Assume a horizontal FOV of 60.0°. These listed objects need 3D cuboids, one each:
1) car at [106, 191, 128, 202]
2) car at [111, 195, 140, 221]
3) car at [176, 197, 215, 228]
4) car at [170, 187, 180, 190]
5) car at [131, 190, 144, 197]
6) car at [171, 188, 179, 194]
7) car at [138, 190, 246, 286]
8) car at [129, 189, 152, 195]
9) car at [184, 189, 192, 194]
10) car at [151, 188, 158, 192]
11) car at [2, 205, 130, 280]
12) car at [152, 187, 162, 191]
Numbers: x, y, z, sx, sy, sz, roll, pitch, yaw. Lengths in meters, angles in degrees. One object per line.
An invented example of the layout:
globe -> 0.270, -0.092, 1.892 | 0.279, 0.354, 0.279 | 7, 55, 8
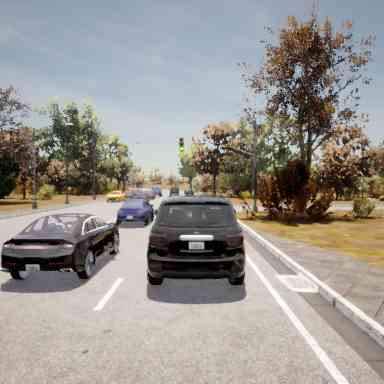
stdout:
car -> -10.608, 0.612, 46.528 | 1.882, 1.535, 5.008 | 0, 1, -2
car -> -3.392, 1.169, 20.491 | 1.812, 1.442, 4.674 | 0, 1, 0
car -> 0.125, 1.139, 20.344 | 2.128, 1.511, 4.902 | 0, 1, -2
car -> -4.013, -0.239, 76.547 | 2.150, 2.045, 5.566 | 0, 1, -2
car -> -10.748, 0.315, 66.114 | 1.994, 1.385, 4.181 | 0, 1, -1
car -> -4.509, -0.224, 86.975 | 2.128, 1.511, 4.902 | 0, 1, -3
car -> 0.098, 1.086, 9.181 | 2.150, 2.045, 5.566 | 0, 1, 0
car -> -7.076, 0.705, 46.176 | 1.994, 1.385, 4.181 | 0, 1, -1
car -> -1.014, -0.201, 87.174 | 1.994, 1.385, 4.181 | 0, 1, -3
car -> -7.146, 0.495, 54.929 | 1.812, 1.442, 4.674 | 0, 1, -1
car -> -3.398, 1.350, 9.522 | 2.128, 1.511, 4.902 | 0, 1, 0
car -> -7.259, -0.051, 67.386 | 2.150, 2.045, 5.566 | 0, 1, -1
